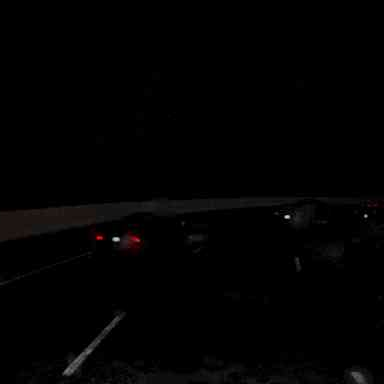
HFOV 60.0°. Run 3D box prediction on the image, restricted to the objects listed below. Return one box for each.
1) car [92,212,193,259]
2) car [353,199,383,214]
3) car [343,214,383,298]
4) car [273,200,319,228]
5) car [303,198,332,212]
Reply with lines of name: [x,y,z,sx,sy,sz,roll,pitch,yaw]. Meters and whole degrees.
car: [-1.536,1.455,12.330,2.033,1.411,5.357,0,0,17]
car: [14.524,1.501,26.601,1.895,1.301,4.718,1,0,42]
car: [4.646,1.469,6.984,2.128,1.511,4.902,0,0,11]
car: [6.691,1.455,21.600,1.994,1.385,4.181,0,0,30]
car: [12.627,1.382,34.855,5.357,1.411,2.033,0,0,-42]
